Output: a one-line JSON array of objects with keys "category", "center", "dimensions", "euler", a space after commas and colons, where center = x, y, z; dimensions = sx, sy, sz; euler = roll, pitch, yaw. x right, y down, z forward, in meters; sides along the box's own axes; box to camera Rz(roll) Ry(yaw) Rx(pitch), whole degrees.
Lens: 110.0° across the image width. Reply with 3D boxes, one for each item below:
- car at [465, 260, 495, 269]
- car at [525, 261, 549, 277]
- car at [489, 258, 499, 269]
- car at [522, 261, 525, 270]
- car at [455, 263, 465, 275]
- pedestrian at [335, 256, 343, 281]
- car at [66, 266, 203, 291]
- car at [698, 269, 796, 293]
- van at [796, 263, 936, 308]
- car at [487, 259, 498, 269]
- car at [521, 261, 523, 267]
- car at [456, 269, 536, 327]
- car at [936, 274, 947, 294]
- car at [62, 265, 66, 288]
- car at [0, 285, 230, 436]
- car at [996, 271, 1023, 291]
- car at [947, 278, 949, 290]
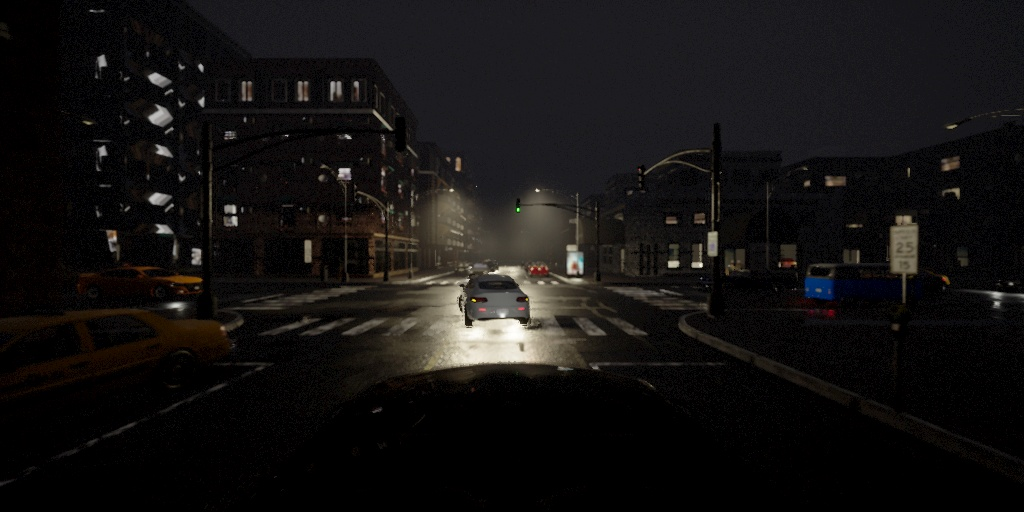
[{"category": "car", "center": [-3.104, 1.418, 35.739], "dimensions": [2.033, 1.411, 5.357], "euler": [0, 0, 0]}, {"category": "car", "center": [2.685, 1.314, 36.703], "dimensions": [1.967, 1.591, 4.097], "euler": [0, 0, 0]}, {"category": "car", "center": [-3.009, 1.448, 55.968], "dimensions": [2.128, 1.511, 4.902], "euler": [0, 0, 0]}, {"category": "car", "center": [2.683, 1.504, 48.096], "dimensions": [1.802, 1.307, 4.207], "euler": [0, 0, 0]}, {"category": "car", "center": [-5.697, 1.448, 42.386], "dimensions": [2.007, 1.370, 4.403], "euler": [0, 0, 0]}, {"category": "pedestrian", "center": [-12.635, 0.901, 26.118], "dimensions": [0.375, 1.860, 0.375], "euler": [0, 0, 0]}, {"category": "car", "center": [-17.752, 1.263, 17.344], "dimensions": [5.008, 1.535, 1.882], "euler": [0, 0, 0]}, {"category": "car", "center": [13.487, 1.435, 20.784], "dimensions": [4.718, 1.301, 1.895], "euler": [0, 0, -1]}, {"category": "van", "center": [14.654, 1.200, 15.003], "dimensions": [3.998, 1.789, 1.690], "euler": [0, 0, 0]}, {"category": "car", "center": [-3.086, 1.438, 45.663], "dimensions": [1.812, 1.442, 4.674], "euler": [0, 0, 0]}, {"category": "car", "center": [2.682, 1.497, 53.793], "dimensions": [2.007, 1.370, 4.403], "euler": [0, 0, 0]}, {"category": "car", "center": [-0.694, 1.316, 11.606], "dimensions": [1.812, 1.442, 4.674], "euler": [1, -1, -11]}, {"category": "car", "center": [17.829, 1.458, 17.698], "dimensions": [4.718, 1.301, 1.895], "euler": [0, 0, 1]}, {"category": "car", "center": [-29.261, 1.273, 23.052], "dimensions": [4.829, 1.417, 1.751], "euler": [0, 0, 0]}, {"category": "car", "center": [-5.691, 1.284, 4.065], "dimensions": [1.751, 1.417, 4.829], "euler": [0, 0, 0]}, {"category": "car", "center": [31.508, 1.387, 20.913], "dimensions": [4.892, 1.490, 1.837], "euler": [0, 0, 0]}, {"category": "car", "center": [22.406, 1.421, 20.849], "dimensions": [4.181, 1.385, 1.994], "euler": [0, 0, 0]}]
